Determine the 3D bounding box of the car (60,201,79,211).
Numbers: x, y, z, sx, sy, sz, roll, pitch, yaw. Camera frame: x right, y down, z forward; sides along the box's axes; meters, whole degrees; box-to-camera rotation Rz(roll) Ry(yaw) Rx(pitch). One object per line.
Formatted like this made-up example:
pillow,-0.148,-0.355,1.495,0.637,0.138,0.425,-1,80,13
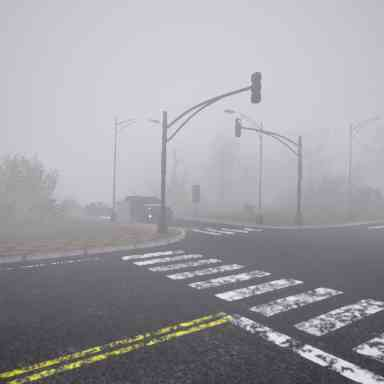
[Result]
car,-15.529,1.679,42.351,1.882,1.535,5.008,2,-1,-34

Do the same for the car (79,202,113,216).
car,-9.496,1.699,33.779,1.994,1.385,4.181,2,-2,-37

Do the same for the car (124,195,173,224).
car,-3.607,1.300,25.818,2.150,2.045,5.566,2,-2,-35

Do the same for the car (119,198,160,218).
car,-5.302,1.553,33.029,2.097,1.767,4.553,2,-2,-36
